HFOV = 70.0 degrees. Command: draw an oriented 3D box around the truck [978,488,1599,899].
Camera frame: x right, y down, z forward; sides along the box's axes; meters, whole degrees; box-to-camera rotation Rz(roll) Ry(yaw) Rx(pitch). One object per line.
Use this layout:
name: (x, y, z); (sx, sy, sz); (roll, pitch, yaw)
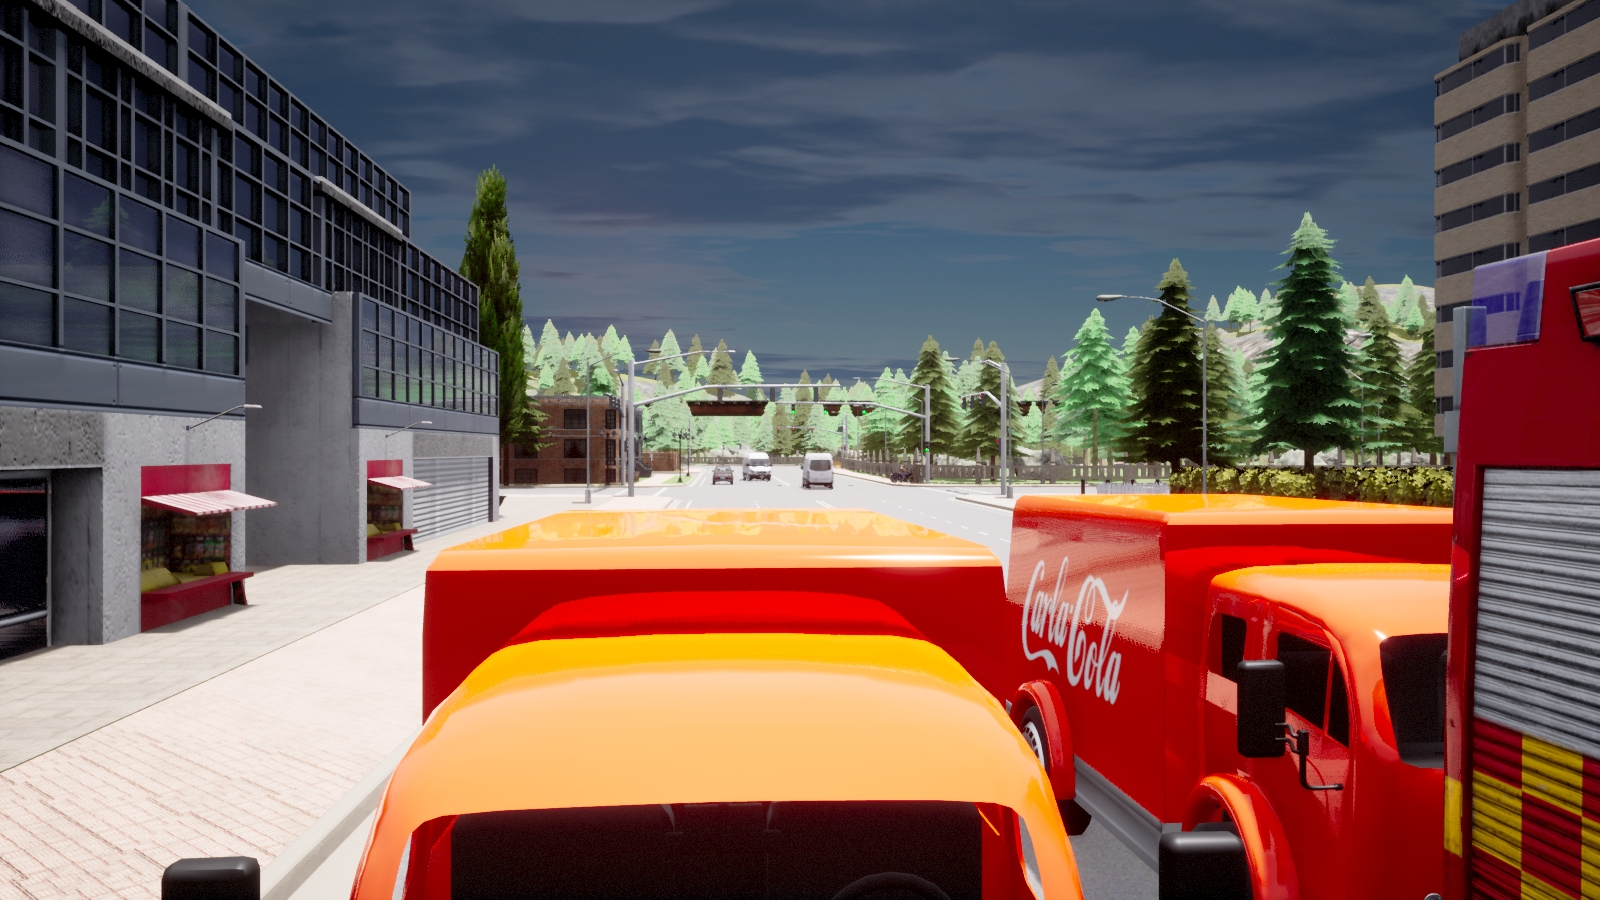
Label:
truck: (3.003, 1.568, 7.234); (2.627, 2.467, 5.204); (0, 0, -4)

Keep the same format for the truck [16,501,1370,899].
truck: (-0.347, 1.568, 4.821); (2.627, 2.467, 5.204); (0, 0, -4)
